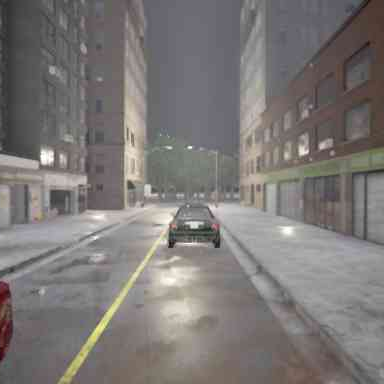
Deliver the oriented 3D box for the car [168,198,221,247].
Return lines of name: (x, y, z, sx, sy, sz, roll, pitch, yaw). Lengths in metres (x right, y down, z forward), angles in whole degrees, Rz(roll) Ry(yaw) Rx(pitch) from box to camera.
car: (0.092, 1.319, 14.890, 2.097, 1.767, 4.553, 0, 0, 0)

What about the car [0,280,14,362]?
car: (-3.101, 1.472, 1.995, 1.882, 1.535, 5.008, 0, 0, 0)
